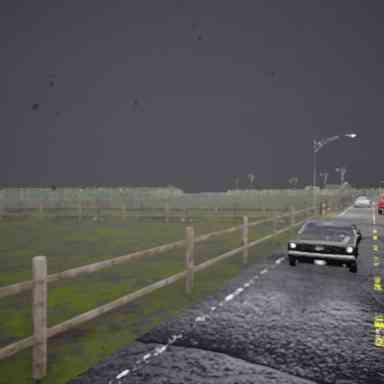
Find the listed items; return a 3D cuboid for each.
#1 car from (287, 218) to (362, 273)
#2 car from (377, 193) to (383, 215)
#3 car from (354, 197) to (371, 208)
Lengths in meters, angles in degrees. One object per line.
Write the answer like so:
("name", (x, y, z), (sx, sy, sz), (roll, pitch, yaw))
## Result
("car", (4.480, 1.578, 10.907), (1.895, 1.301, 4.718), (0, 0, 28))
("car", (19.533, 1.161, 32.641), (2.150, 2.045, 5.566), (0, 0, 29))
("car", (23.685, 1.438, 46.218), (1.812, 1.442, 4.674), (0, 0, 28))
